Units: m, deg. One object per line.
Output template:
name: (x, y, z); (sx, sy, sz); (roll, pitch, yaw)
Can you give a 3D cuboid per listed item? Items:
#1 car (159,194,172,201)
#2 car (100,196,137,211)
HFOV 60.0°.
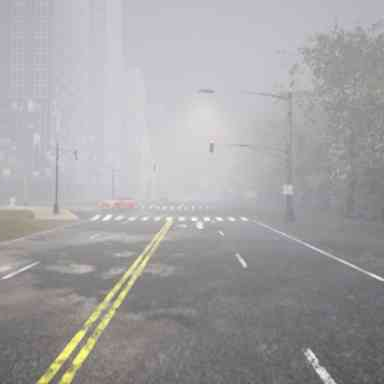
car: (-6.572, 1.295, 77.858); (2.097, 1.767, 4.553); (0, 0, 0)
car: (-8.429, 1.234, 38.641); (2.097, 1.767, 4.553); (0, -3, 31)
